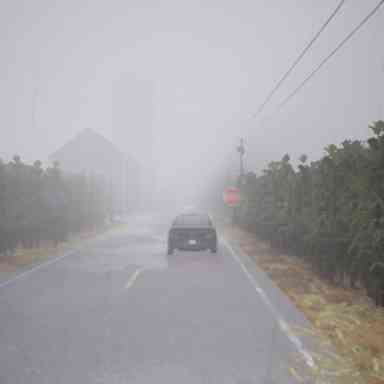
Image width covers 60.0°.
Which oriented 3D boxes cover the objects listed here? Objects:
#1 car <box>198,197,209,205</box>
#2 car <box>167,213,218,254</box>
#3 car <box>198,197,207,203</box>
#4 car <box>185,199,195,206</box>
[{"bbox_3d":[3.035,2.396,80.753,2.128,1.511,4.902,0,-1,-1],"label":"car"},{"bbox_3d":[0.034,1.634,14.234,1.882,1.535,5.008,0,0,1],"label":"car"},{"bbox_3d":[2.883,2.178,90.864,2.097,1.767,4.553,0,-1,-4],"label":"car"},{"bbox_3d":[-0.435,2.325,73.204,2.128,1.511,4.902,0,-1,4],"label":"car"}]
